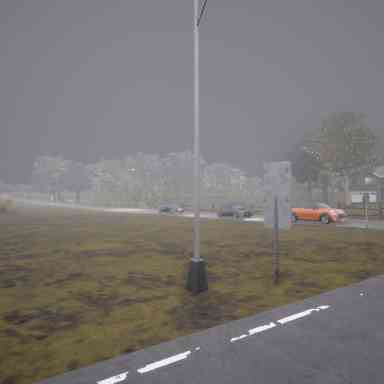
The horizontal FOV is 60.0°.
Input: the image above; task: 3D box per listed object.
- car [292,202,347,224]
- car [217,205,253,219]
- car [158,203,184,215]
[{"bbox_3d":[10.191,1.615,27.153,2.097,1.767,4.553,-1,-1,-35],"label":"car"},{"bbox_3d":[4.493,2.063,35.230,1.994,1.385,4.181,-1,-1,-35],"label":"car"},{"bbox_3d":[-2.955,2.263,45.798,2.128,1.511,4.902,-1,-1,-35],"label":"car"}]
